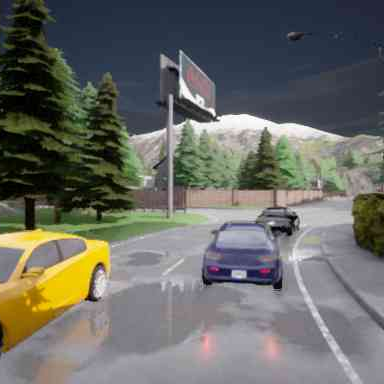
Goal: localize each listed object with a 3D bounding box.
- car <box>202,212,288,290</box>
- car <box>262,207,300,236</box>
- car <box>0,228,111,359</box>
[{"bbox_3d":[1.439,1.496,9.013,1.812,1.442,4.674,0,0,12],"label":"car"},{"bbox_3d":[4.752,1.505,18.389,1.994,1.385,4.181,0,0,23],"label":"car"},{"bbox_3d":[-3.027,1.456,5.502,1.882,1.535,5.008,0,0,9],"label":"car"}]
